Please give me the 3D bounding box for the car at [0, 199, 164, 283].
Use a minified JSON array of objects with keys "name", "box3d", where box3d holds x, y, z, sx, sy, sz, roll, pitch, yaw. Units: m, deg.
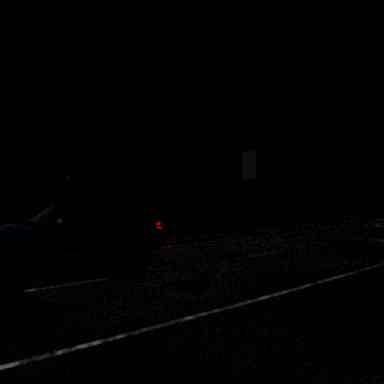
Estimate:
[{"name":"car","box3d":[-3.522,1.260,10.184,5.566,2.045,2.150,1,-1,-37]}]
